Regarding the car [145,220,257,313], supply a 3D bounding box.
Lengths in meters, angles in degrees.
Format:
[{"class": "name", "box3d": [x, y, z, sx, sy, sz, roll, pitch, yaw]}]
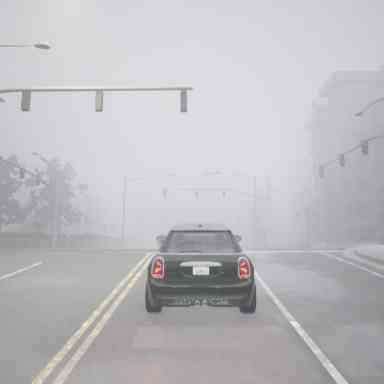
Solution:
[{"class": "car", "box3d": [0.179, 1.486, 8.130, 2.097, 1.767, 4.553, 0, -1, 0]}]

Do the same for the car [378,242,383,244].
[{"class": "car", "box3d": [17.227, 4.275, 26.169, 4.892, 1.490, 1.837, 5, -9, 1]}]

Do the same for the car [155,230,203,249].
[{"class": "car", "box3d": [-1.276, 4.133, 28.223, 2.033, 1.411, 5.357, 5, -11, -26]}]
